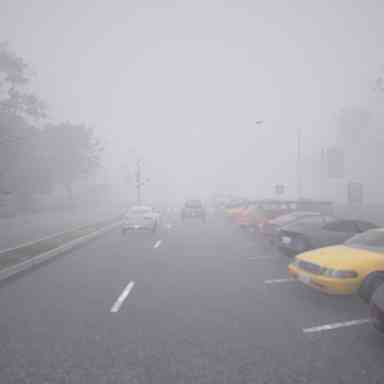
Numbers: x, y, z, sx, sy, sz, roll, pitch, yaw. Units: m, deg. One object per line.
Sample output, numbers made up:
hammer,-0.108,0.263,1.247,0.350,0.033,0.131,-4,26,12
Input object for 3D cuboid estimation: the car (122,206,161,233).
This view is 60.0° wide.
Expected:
car,-2.897,1.543,19.605,1.812,1.442,4.674,0,0,0

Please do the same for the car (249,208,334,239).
car,5.067,1.564,14.017,4.674,1.452,2.002,1,0,-20

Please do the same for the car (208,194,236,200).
car,5.086,1.389,43.841,4.892,1.521,2.231,1,0,-20

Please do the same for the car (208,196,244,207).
car,5.083,1.377,49.807,5.008,1.535,2.097,1,0,-20

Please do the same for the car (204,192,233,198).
car,5.106,1.130,46.842,5.566,2.045,2.435,1,0,-20

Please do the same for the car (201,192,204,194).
car,4.907,1.374,64.656,5.366,1.575,1.946,1,0,-20

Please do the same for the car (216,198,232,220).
car,4.900,1.469,25.886,5.366,1.575,1.946,1,1,-20

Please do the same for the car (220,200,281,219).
car,5.101,1.485,28.948,4.792,1.488,2.163,1,0,-20

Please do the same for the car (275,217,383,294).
car,4.899,1.517,7.975,5.366,1.575,1.946,1,0,-20

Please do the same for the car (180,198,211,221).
car,0.103,1.468,26.615,2.128,1.511,4.902,0,0,0

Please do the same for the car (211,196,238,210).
car,4.902,1.431,31.852,5.366,1.575,1.946,1,1,-20

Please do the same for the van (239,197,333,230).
van,4.968,1.292,16.948,4.442,1.987,1.878,1,1,-20

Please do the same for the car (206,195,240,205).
car,5.252,1.374,55.840,5.366,1.575,1.946,1,0,-20

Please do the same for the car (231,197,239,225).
car,5.046,1.381,19.976,4.553,1.767,2.185,1,0,-20

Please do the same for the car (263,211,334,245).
car,5.098,1.558,11.044,4.792,1.488,2.163,1,0,-20

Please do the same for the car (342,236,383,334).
car,5.044,1.545,5.048,4.792,1.488,2.163,1,0,-20

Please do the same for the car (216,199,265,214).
car,5.071,1.461,34.901,4.674,1.452,2.002,1,0,-20

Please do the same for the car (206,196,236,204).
car,5.105,1.406,58.770,4.792,1.488,2.163,1,0,-20

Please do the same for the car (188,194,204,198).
car,0.107,1.389,42.464,2.128,1.511,4.902,0,0,0
